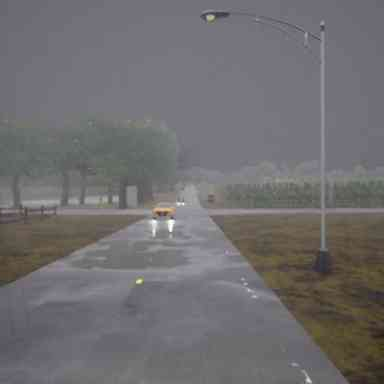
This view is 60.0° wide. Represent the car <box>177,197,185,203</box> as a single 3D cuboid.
[{"bbox_3d":[-2.742,1.922,83.484,2.128,1.511,4.902,0,1,0],"label":"car"}]

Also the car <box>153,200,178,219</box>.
[{"bbox_3d":[-2.752,1.822,33.275,1.882,1.535,5.008,0,-1,0],"label":"car"}]
